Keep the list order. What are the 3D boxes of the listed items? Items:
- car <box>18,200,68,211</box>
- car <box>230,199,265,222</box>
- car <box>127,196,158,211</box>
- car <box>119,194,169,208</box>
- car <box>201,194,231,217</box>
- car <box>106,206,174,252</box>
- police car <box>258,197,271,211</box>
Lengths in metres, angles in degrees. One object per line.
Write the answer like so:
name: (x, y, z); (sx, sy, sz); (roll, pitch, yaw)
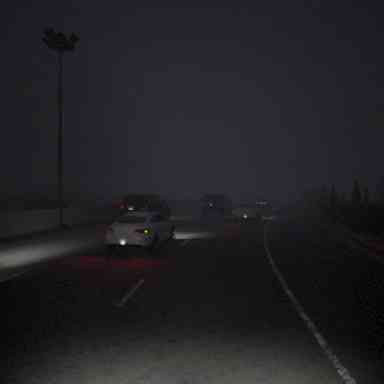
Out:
car: (-13.011, 1.429, 29.281); (2.128, 1.511, 4.902); (0, 0, 16)
car: (4.417, 1.517, 26.011); (1.812, 1.442, 4.674); (0, 0, 15)
car: (-6.006, 1.353, 41.181); (2.097, 1.767, 4.553); (0, 0, 16)
car: (-3.315, 1.191, 24.273); (2.150, 2.045, 5.566); (0, 0, 15)
car: (2.400, 1.202, 31.899); (2.150, 2.045, 5.566); (0, 0, 16)
car: (-2.024, 1.508, 13.837); (1.812, 1.442, 4.674); (0, 0, 9)
police car: (8.824, 1.493, 41.819); (2.038, 1.542, 4.974); (0, 0, 16)
